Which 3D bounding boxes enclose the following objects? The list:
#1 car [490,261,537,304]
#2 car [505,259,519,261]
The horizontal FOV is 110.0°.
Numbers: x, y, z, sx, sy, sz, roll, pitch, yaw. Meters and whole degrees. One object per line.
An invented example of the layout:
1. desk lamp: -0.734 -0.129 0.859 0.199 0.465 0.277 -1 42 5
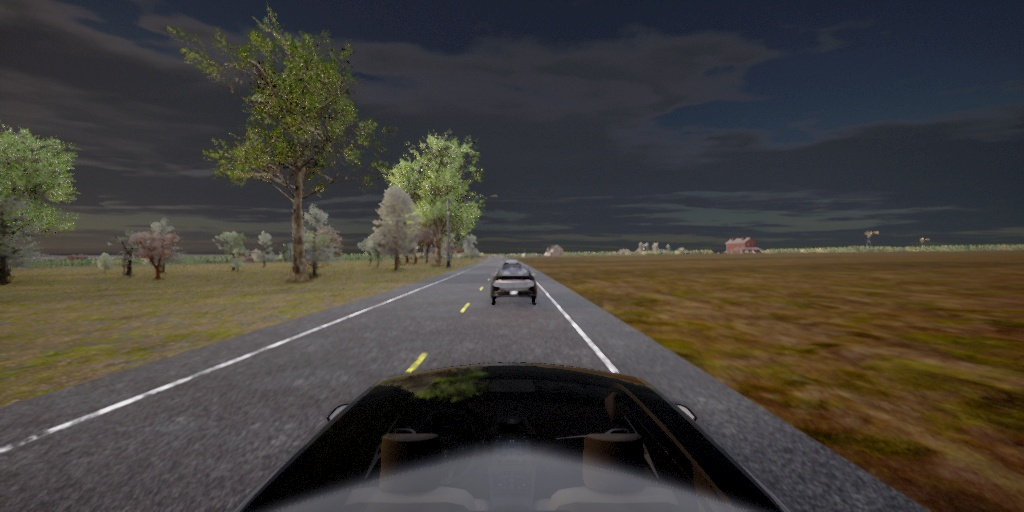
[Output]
1. car: 0.073 1.148 15.787 2.128 1.511 4.902 0 0 0
2. car: -0.039 1.000 37.383 1.882 1.535 5.008 0 0 0
